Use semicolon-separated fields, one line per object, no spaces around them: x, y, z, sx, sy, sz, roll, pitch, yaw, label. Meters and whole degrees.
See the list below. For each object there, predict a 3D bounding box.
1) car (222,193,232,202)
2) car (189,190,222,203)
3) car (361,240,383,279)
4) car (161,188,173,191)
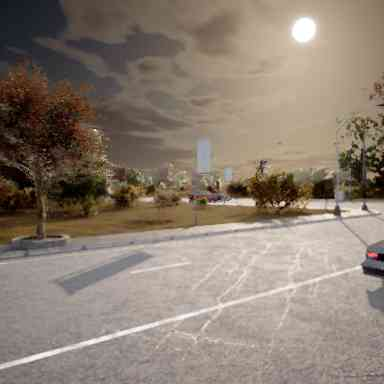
4.530;0.909;55.884;2.128;1.511;4.902;-1;1;-39;car
1.759;0.704;53.728;2.150;2.045;5.566;-1;0;-39;car
6.403;1.434;8.355;5.357;1.411;2.033;-1;1;-35;car
-5.073;0.270;67.899;2.150;2.045;5.566;-1;1;-39;car
